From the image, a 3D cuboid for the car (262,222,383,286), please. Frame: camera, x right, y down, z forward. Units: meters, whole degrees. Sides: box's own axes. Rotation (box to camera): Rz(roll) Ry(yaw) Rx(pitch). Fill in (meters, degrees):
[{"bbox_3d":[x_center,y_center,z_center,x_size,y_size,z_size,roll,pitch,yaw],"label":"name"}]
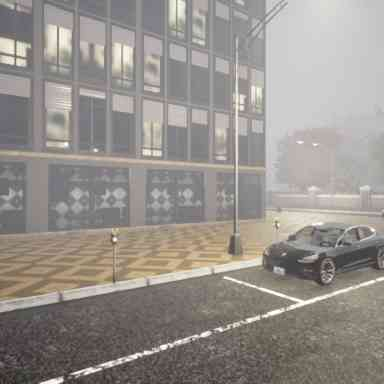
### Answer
[{"bbox_3d":[3.914,1.562,9.438,4.313,1.339,1.947,0,0,-35],"label":"car"}]
